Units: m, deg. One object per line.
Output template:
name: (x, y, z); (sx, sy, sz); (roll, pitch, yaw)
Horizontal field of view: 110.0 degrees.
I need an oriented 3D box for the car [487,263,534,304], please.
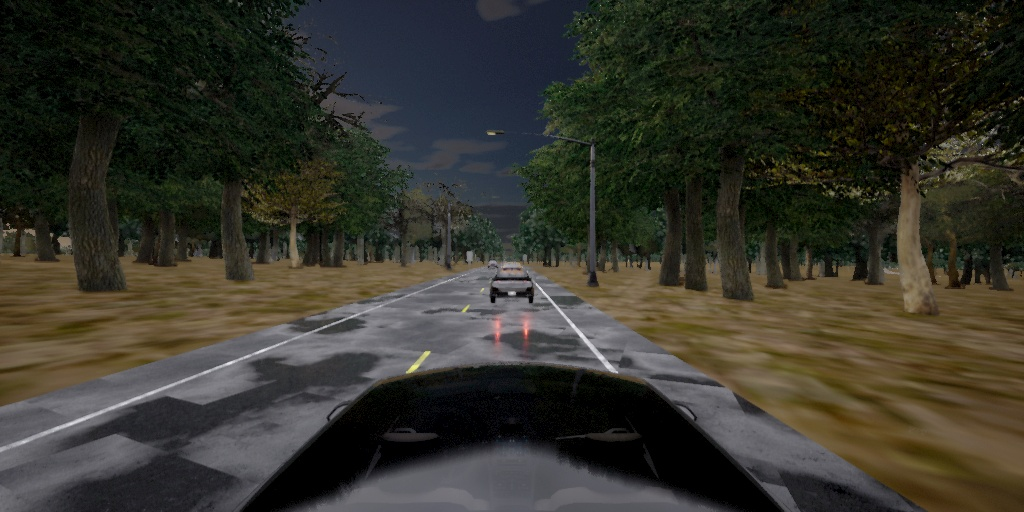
car: (0.001, 1.257, 16.504); (2.128, 1.511, 4.902); (0, 0, 0)
